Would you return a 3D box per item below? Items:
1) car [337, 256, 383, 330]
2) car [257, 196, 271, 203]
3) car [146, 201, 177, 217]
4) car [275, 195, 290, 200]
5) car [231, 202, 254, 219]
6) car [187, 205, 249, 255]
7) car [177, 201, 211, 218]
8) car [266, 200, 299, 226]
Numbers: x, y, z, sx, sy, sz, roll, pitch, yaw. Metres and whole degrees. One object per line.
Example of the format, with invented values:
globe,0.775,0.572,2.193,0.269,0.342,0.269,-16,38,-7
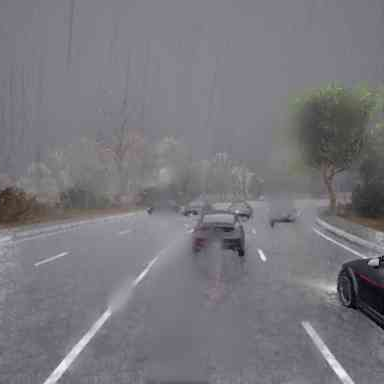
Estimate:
car,3.880,1.569,5.135,1.994,1.385,4.181,0,0,3
car,14.897,1.460,68.526,1.812,1.442,4.674,0,0,33
car,-2.583,1.534,31.352,1.895,1.301,4.718,0,0,16
car,18.265,1.454,67.253,1.837,1.490,4.892,1,0,35
car,4.198,1.534,28.742,1.994,1.385,4.181,0,0,15
car,1.127,1.488,13.225,1.837,1.490,4.892,0,0,7
car,0.659,1.498,30.049,2.033,1.411,5.357,0,0,15
car,6.374,1.536,23.247,2.033,1.411,5.357,0,0,13
